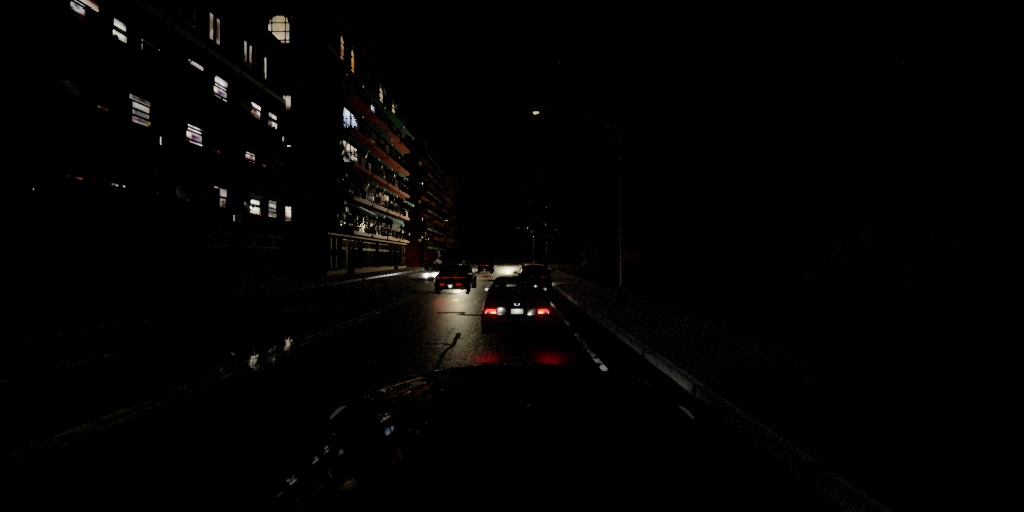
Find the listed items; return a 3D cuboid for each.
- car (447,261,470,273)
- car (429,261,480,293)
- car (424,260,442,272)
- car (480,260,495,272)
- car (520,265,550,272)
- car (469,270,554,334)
[{"bbox_3d":[-6.527,1.298,44.175,2.033,1.411,5.357,0,0,0],"label":"car"},{"bbox_3d":[-3.118,1.257,20.554,1.837,1.490,4.892,0,0,0],"label":"car"},{"bbox_3d":[-9.772,1.242,45.330,2.128,1.511,4.902,0,0,0],"label":"car"},{"bbox_3d":[-3.078,1.255,42.425,1.837,1.490,4.892,0,0,0],"label":"car"},{"bbox_3d":[1.169,1.257,20.296,1.837,1.490,4.892,0,0,0],"label":"car"},{"bbox_3d":[0.116,1.299,10.608,2.033,1.411,5.357,0,0,0],"label":"car"}]
